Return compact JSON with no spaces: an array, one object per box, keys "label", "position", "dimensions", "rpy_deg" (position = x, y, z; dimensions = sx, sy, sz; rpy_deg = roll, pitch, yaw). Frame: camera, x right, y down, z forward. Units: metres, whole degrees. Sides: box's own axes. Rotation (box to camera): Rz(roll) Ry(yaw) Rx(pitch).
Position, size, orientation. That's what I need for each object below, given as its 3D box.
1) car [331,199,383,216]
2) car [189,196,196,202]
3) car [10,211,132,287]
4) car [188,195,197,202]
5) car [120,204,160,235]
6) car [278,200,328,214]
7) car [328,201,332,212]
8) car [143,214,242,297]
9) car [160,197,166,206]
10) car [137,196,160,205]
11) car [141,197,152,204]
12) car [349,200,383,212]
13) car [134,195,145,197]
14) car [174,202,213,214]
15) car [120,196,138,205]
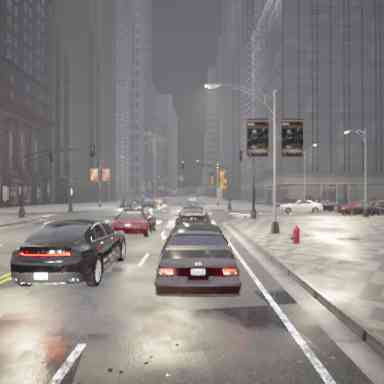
[{"label":"car","position":[15.363,1.565,30.208],"dimensions":[4.206,1.307,1.802],"rpy_deg":[0,0,-1]},{"label":"car","position":[0.144,1.991,91.214],"dimensions":[1.882,1.535,5.008],"rpy_deg":[0,0,0]},{"label":"car","position":[-3.136,1.512,9.350],"dimensions":[1.837,1.490,4.892],"rpy_deg":[0,0,0]},{"label":"car","position":[0.127,1.654,80.637],"dimensions":[2.150,2.045,5.566],"rpy_deg":[0,0,0]},{"label":"car","position":[-3.122,1.594,18.251],"dimensions":[1.994,1.385,4.181],"rpy_deg":[0,0,0]},{"label":"car","position":[11.692,1.587,35.924],"dimensions":[4.674,1.442,1.812],"rpy_deg":[0,-1,-1]},{"label":"car","position":[15.246,1.646,38.731],"dimensions":[4.313,1.339,1.947],"rpy_deg":[0,0,-1]},{"label":"car","position":[0.120,1.554,8.762],"dimensions":[2.033,1.411,5.357],"rpy_deg":[0,0,0]},{"label":"car","position":[-6.476,1.624,60.129],"dimensions":[2.097,1.767,4.553],"rpy_deg":[0,0,0]},{"label":"car","position":[-6.515,1.757,50.847],"dimensions":[2.033,1.411,5.357],"rpy_deg":[0,0,0]},{"label":"car","position":[-9.638,1.877,71.105],"dimensions":[1.812,1.442,4.674],"rpy_deg":[0,0,0]},{"label":"car","position":[20.886,1.627,38.810],"dimensions":[4.313,1.339,1.947],"rpy_deg":[0,0,-1]},{"label":"car","position":[-9.722,1.498,60.758],"dimensions":[2.150,2.045,5.566],"rpy_deg":[0,0,0]},{"label":"car","position":[0.076,1.536,18.500],"dimensions":[1.837,1.490,4.892],"rpy_deg":[0,0,1]},{"label":"car","position":[-9.795,1.714,50.739],"dimensions":[1.837,1.490,4.892],"rpy_deg":[0,0,-2]}]
